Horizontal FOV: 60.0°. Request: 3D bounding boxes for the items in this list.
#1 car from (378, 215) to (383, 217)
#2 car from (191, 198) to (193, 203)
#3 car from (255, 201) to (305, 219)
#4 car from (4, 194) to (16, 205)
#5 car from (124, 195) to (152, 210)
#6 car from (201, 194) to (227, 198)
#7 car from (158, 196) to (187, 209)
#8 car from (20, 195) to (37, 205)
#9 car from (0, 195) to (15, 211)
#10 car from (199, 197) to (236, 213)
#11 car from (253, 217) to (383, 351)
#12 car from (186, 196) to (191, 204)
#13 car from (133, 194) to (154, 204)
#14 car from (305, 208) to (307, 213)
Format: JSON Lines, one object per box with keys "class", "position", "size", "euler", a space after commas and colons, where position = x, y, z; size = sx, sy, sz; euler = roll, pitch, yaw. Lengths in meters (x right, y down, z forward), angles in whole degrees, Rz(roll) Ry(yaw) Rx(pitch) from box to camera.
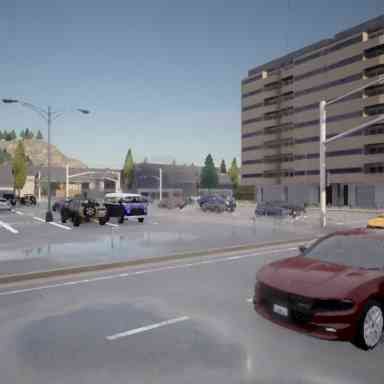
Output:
{"class": "car", "position": [10.075, 1.478, 15.538], "size": [5.008, 1.535, 1.882], "euler": [0, 0, -36]}
{"class": "car", "position": [-1.837, 1.547, 62.074], "size": [2.128, 1.511, 4.902], "euler": [0, 0, -35]}
{"class": "car", "position": [7.678, 1.619, 30.212], "size": [1.994, 1.385, 4.181], "euler": [0, 0, -35]}
{"class": "car", "position": [-29.684, 1.212, 53.710], "size": [1.905, 1.878, 3.866], "euler": [0, 0, -35]}
{"class": "car", "position": [-8.723, 1.656, 53.367], "size": [1.895, 1.301, 4.718], "euler": [0, 0, -35]}
{"class": "car", "position": [3.184, 1.277, 42.581], "size": [2.150, 2.045, 5.566], "euler": [0, 0, -35]}
{"class": "car", "position": [-2.954, 1.619, 45.184], "size": [1.994, 1.385, 4.181], "euler": [0, 0, -35]}
{"class": "car", "position": [-27.288, 1.209, 55.334], "size": [1.932, 1.855, 4.605], "euler": [0, 0, -35]}
{"class": "car", "position": [-21.826, 1.451, 37.877], "size": [1.970, 1.475, 3.806], "euler": [0, 0, -35]}
{"class": "car", "position": [2.813, 1.619, 37.066], "size": [1.994, 1.385, 4.181], "euler": [0, 0, -35]}
{"class": "car", "position": [3.342, 1.477, 6.392], "size": [5.008, 1.535, 1.882], "euler": [0, 0, -36]}
{"class": "car", "position": [-2.649, 1.560, 50.815], "size": [1.837, 1.490, 4.892], "euler": [0, 0, -35]}
{"class": "car", "position": [-9.306, 1.547, 66.540], "size": [2.128, 1.511, 4.902], "euler": [0, 0, -35]}
{"class": "car", "position": [9.072, 1.603, 34.292], "size": [2.033, 1.411, 5.357], "euler": [0, 0, -35]}
